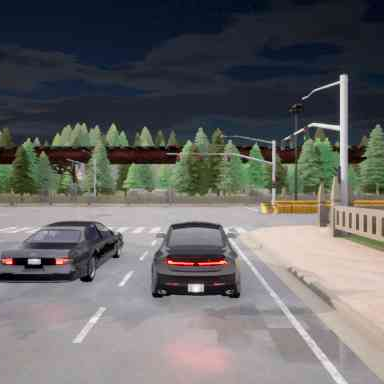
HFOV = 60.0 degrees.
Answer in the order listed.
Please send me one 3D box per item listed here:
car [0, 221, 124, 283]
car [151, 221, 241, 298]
[{"bbox_3d":[-3.385,1.547,9.682,2.033,1.411,5.357,0,0,0],"label":"car"},{"bbox_3d":[0.101,1.505,8.492,1.837,1.490,4.892,0,0,1],"label":"car"}]
